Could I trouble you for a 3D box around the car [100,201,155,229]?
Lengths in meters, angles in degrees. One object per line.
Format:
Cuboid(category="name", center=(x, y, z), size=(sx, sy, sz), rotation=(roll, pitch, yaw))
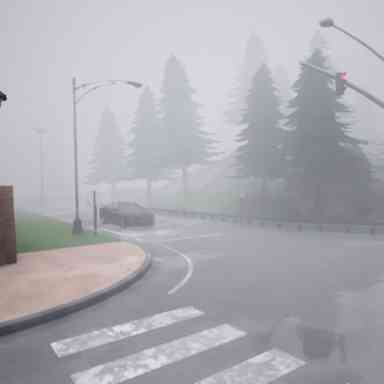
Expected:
Cuboid(category="car", center=(-4.045, 1.324, 20.399), size=(1.882, 1.535, 5.008), rotation=(-2, 2, -34))
